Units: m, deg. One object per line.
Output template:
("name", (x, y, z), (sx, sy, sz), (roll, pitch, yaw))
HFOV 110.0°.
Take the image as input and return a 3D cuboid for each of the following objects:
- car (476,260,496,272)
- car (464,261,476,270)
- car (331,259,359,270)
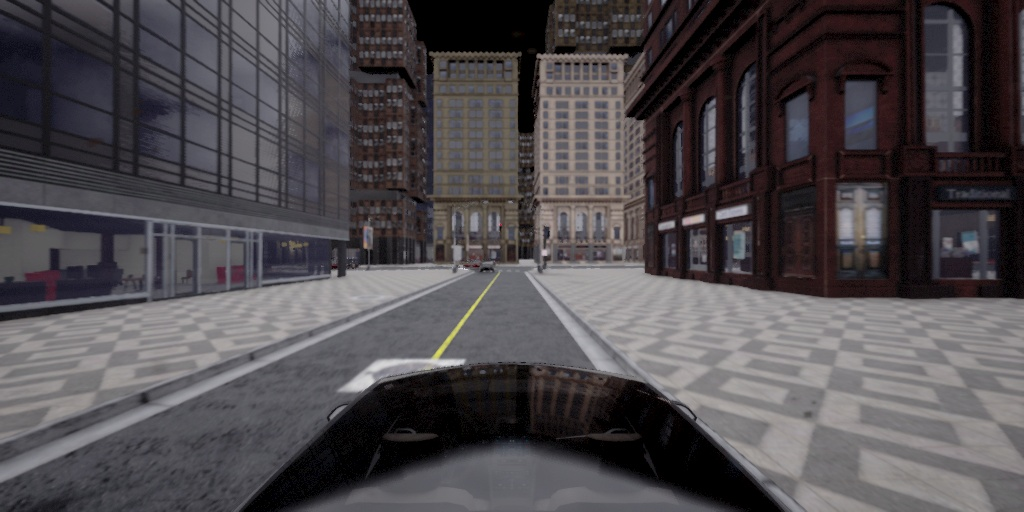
("car", (-3.015, 1.280, 45.086), (1.837, 1.490, 4.892), (0, 0, 0))
("car", (-4.721, 1.376, 53.765), (4.718, 1.301, 1.895), (0, 0, -1))
("car", (-25.316, 1.218, 53.585), (4.553, 1.767, 2.097), (-1, 0, -1))
